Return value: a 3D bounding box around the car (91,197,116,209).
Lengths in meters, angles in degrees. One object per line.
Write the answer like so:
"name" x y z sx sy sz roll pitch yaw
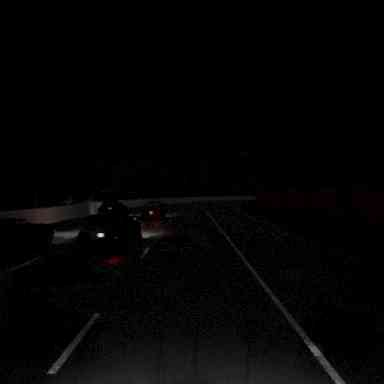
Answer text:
"car" -12.897 1.585 48.878 1.837 1.490 4.892 0 0 8

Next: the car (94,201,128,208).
"car" -6.907 1.553 29.348 1.837 1.490 4.892 0 0 0

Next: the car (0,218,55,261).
"car" -6.917 1.622 12.399 1.895 1.301 4.718 0 0 0

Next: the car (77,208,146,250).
"car" -3.412 1.588 14.437 1.994 1.385 4.181 0 0 0

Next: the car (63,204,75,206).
"car" -19.338 1.615 53.001 1.812 1.442 4.674 0 0 10

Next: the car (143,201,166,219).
"car" -3.408 1.575 30.059 1.812 1.442 4.674 0 0 0
